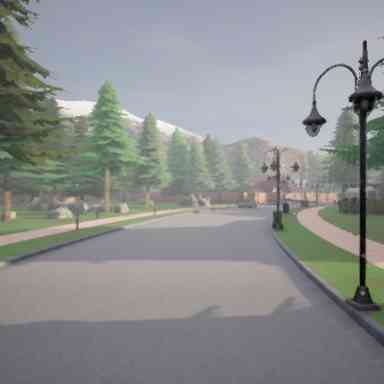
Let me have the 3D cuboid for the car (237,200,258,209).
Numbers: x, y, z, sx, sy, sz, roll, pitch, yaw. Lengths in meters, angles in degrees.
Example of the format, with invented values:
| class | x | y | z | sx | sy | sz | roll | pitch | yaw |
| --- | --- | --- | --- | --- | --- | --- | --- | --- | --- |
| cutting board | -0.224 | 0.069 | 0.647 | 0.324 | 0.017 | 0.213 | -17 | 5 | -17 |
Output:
| class | x | y | z | sx | sy | sz | roll | pitch | yaw |
| --- | --- | --- | --- | --- | --- | --- | --- | --- | --- |
| car | 8.361 | 1.843 | 50.081 | 1.895 | 1.301 | 4.718 | 0 | 0 | 26 |
